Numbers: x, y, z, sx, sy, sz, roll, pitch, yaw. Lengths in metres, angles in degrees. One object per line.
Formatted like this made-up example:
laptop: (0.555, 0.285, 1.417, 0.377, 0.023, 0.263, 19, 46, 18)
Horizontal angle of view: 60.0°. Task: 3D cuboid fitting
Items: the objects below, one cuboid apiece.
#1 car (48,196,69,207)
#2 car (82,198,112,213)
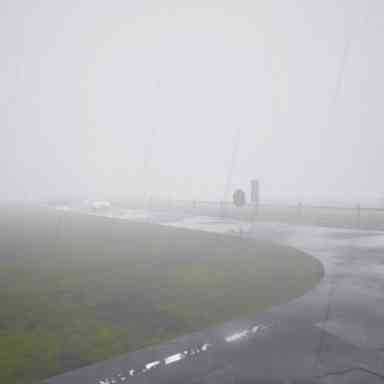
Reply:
car: (-18.537, 1.215, 46.136, 1.994, 1.385, 4.181, -1, 1, -36)
car: (-10.098, 1.330, 35.077, 1.812, 1.442, 4.674, -1, 1, -38)
